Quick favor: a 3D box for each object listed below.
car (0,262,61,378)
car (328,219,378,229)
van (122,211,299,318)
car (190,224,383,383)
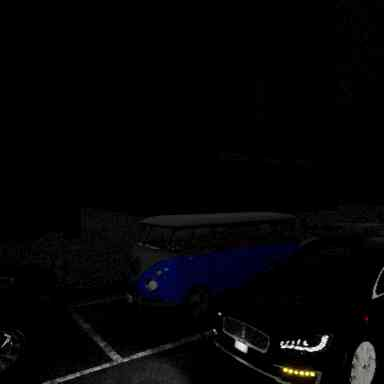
[{"bbox_3d":[-3.834,1.566,3.916,4.313,1.339,1.947,0,0,-36],"label":"car"},{"bbox_3d":[4.880,1.526,10.135,4.829,1.417,1.752,0,0,-36],"label":"car"},{"bbox_3d":[0.592,1.341,7.075,3.998,1.788,1.690,0,0,-36],"label":"van"},{"bbox_3d":[2.536,1.505,5.189,4.892,1.490,1.837,0,0,-35],"label":"car"}]
